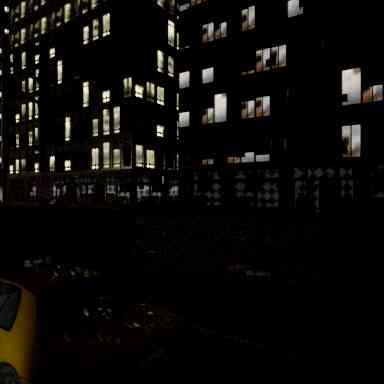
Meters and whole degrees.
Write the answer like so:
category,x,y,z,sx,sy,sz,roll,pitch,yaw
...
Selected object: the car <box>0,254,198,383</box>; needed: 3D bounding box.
category,x,y,z,sx,sy,sz,roll,pitch,yaw
car,-2.217,1.525,4.451,4.829,1.417,1.752,0,0,35
